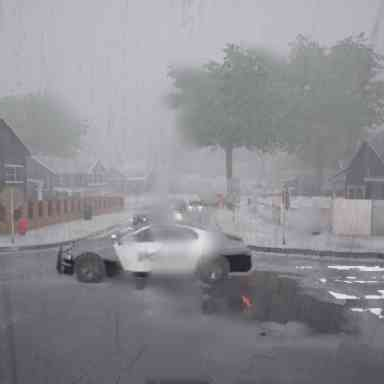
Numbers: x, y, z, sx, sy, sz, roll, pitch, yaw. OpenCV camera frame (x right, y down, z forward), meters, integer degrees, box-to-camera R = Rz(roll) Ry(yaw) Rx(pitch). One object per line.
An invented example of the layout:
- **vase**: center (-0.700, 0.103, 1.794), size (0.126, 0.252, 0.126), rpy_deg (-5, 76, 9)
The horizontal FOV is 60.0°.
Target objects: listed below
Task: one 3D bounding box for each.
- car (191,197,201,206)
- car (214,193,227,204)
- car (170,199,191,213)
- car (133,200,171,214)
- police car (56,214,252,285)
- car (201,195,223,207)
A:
- **car**: center (0.876, 1.490, 54.501), size (1.882, 1.535, 5.008), rpy_deg (0, 0, 11)
- **car**: center (5.176, 1.253, 61.223), size (2.150, 2.045, 5.566), rpy_deg (1, 0, 14)
- **car**: center (-1.787, 1.498, 37.453), size (2.128, 1.511, 4.902), rpy_deg (0, 0, 8)
- **car**: center (-2.883, 1.499, 23.466), size (1.837, 1.490, 4.892), rpy_deg (0, 0, 3)
- **police car**: center (-0.969, 1.506, 8.962), size (4.974, 1.542, 2.038), rpy_deg (0, 0, 1)
- **car**: center (3.100, 1.601, 51.499), size (1.994, 1.385, 4.181), rpy_deg (0, 0, 12)
